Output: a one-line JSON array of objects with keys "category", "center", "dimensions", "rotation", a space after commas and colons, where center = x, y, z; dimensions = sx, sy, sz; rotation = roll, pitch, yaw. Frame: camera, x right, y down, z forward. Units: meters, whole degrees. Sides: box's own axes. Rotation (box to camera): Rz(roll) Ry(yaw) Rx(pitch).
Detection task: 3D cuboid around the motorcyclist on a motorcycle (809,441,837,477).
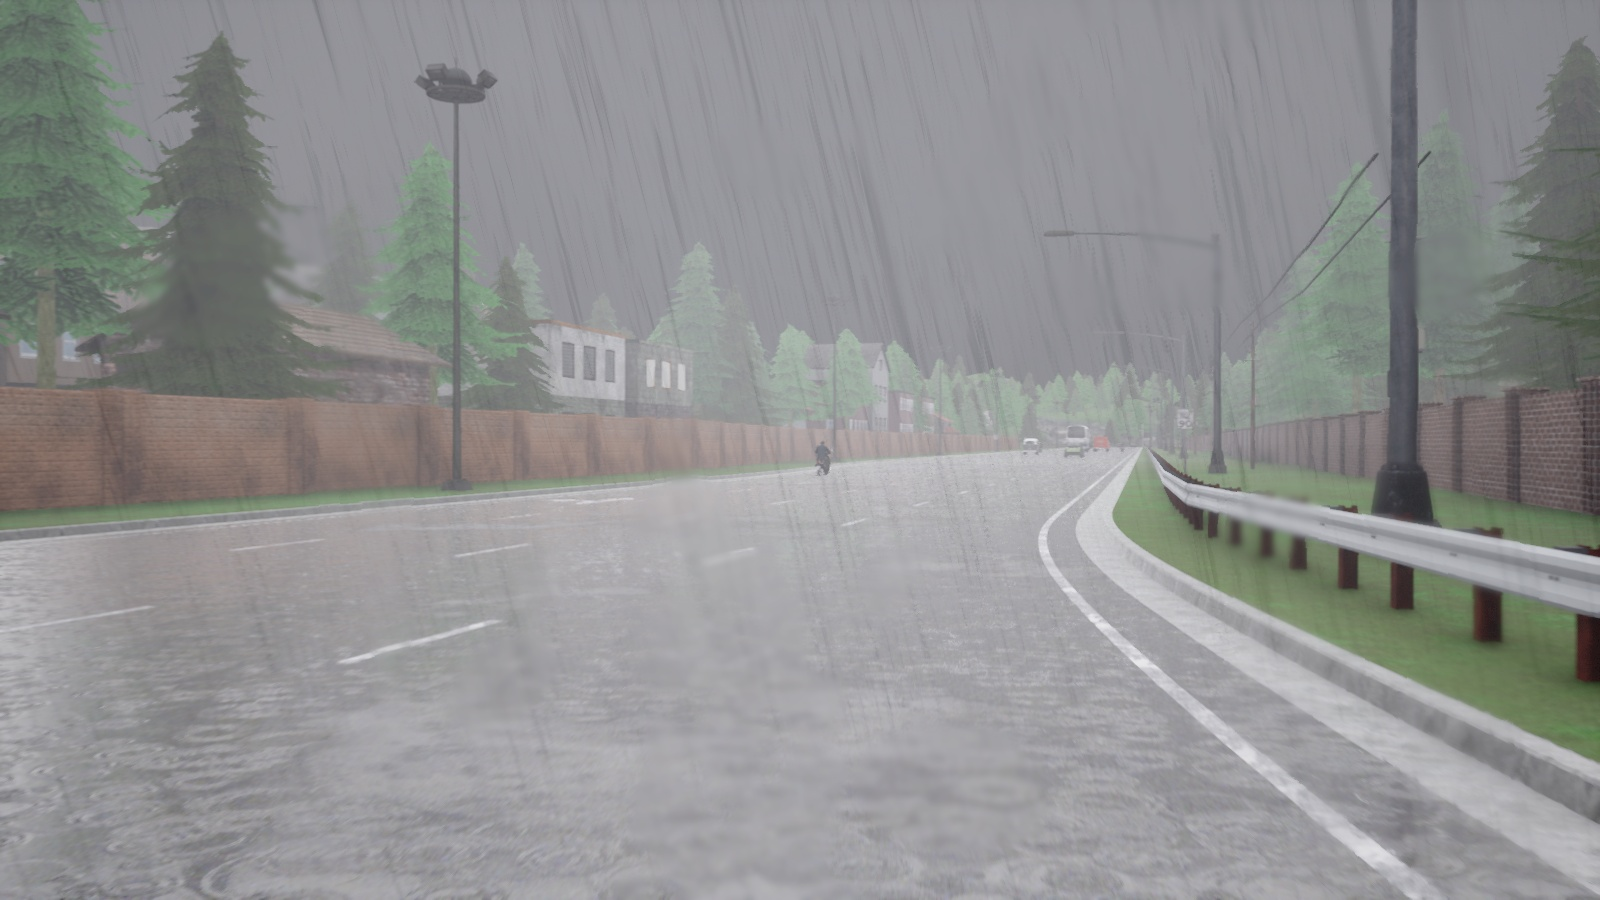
[{"category": "motorcyclist on a motorcycle", "center": [1.050, 0.381, 56.771], "dimensions": [0.866, 1.590, 1.817], "rotation": [0, 0, 15]}]
